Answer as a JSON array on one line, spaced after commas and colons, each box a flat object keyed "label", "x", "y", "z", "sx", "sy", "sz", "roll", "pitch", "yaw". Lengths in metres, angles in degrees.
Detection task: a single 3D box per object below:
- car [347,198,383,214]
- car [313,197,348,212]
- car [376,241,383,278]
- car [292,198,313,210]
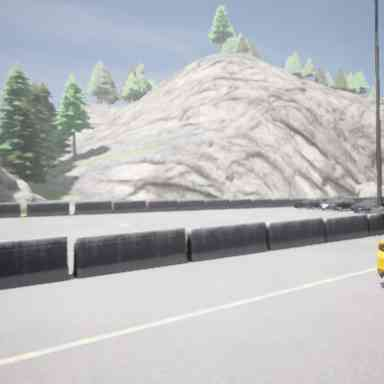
[{"label": "car", "x": 17.682, "y": 1.393, "z": 32.835, "sx": 4.181, "sy": 1.385, "sz": 1.994, "roll": 0, "pitch": 1, "yaw": -34}, {"label": "car", "x": 15.741, "y": 1.291, "z": 35.744, "sx": 4.902, "sy": 1.511, "sz": 2.128, "roll": 0, "pitch": 1, "yaw": -34}, {"label": "car", "x": 6.553, "y": 1.443, "z": 8.177, "sx": 5.008, "sy": 1.535, "sz": 1.882, "roll": 0, "pitch": 0, "yaw": -34}, {"label": "car", "x": 13.797, "y": 1.370, "z": 38.655, "sx": 4.718, "sy": 1.301, "sz": 1.895, "roll": 0, "pitch": 1, "yaw": -34}]
